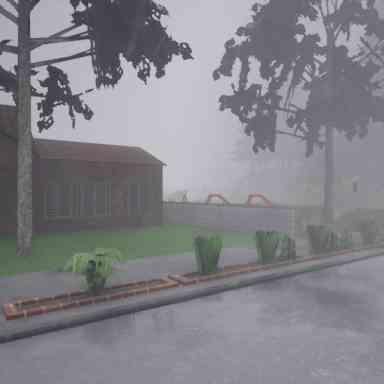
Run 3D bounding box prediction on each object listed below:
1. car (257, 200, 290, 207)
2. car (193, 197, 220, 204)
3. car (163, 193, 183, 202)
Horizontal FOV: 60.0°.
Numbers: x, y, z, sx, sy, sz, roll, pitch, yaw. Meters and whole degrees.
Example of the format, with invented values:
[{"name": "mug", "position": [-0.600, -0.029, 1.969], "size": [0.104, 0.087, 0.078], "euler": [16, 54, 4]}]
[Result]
[{"name": "car", "position": [9.129, 1.560, 37.929], "size": [1.994, 1.385, 4.181], "euler": [0, 0, -36]}, {"name": "car", "position": [2.349, 1.544, 54.453], "size": [2.033, 1.411, 5.357], "euler": [0, 0, -36]}, {"name": "car", "position": [-3.627, 1.208, 55.928], "size": [2.150, 2.045, 5.566], "euler": [0, 0, -35]}]
